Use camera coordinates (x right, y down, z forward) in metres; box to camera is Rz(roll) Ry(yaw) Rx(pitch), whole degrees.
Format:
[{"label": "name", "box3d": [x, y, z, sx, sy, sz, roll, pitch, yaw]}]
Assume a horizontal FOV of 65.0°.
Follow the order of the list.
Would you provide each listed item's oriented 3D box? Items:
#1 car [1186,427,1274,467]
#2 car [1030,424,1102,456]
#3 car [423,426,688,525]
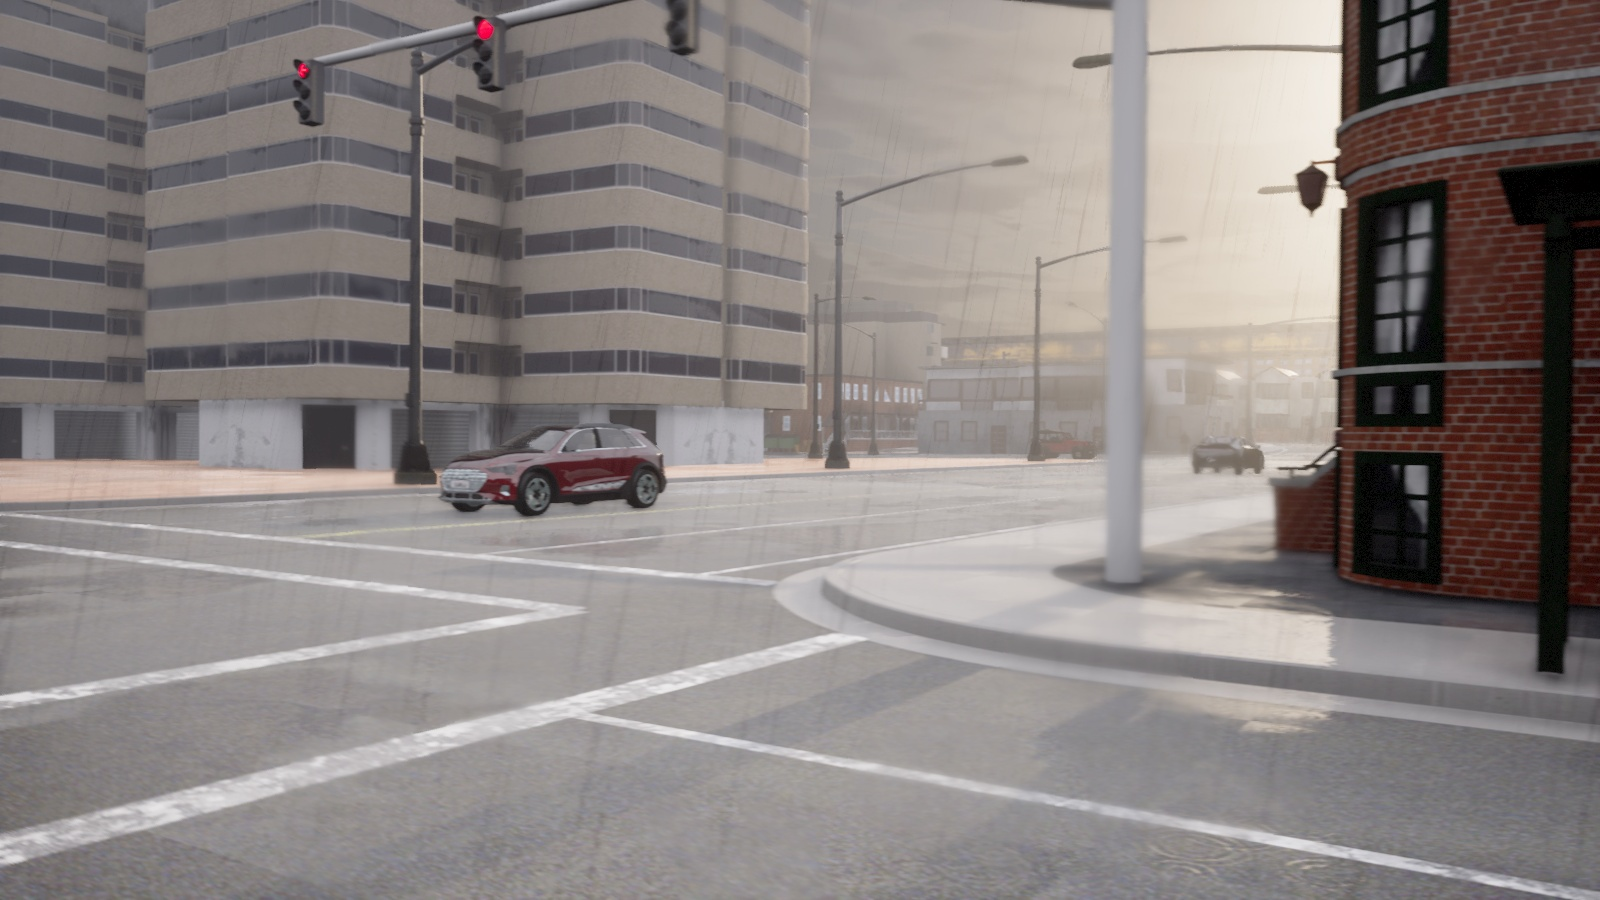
[{"label": "car", "box3d": [17.093, -0.146, 49.716, 2.128, 1.511, 4.902, 0, 1, 33]}, {"label": "car", "box3d": [16.332, -0.601, 77.117, 3.866, 1.878, 1.905, -1, 0, 32]}, {"label": "car", "box3d": [-4.412, 0.381, 23.473, 2.033, 1.649, 4.856, 0, 1, 33]}]
